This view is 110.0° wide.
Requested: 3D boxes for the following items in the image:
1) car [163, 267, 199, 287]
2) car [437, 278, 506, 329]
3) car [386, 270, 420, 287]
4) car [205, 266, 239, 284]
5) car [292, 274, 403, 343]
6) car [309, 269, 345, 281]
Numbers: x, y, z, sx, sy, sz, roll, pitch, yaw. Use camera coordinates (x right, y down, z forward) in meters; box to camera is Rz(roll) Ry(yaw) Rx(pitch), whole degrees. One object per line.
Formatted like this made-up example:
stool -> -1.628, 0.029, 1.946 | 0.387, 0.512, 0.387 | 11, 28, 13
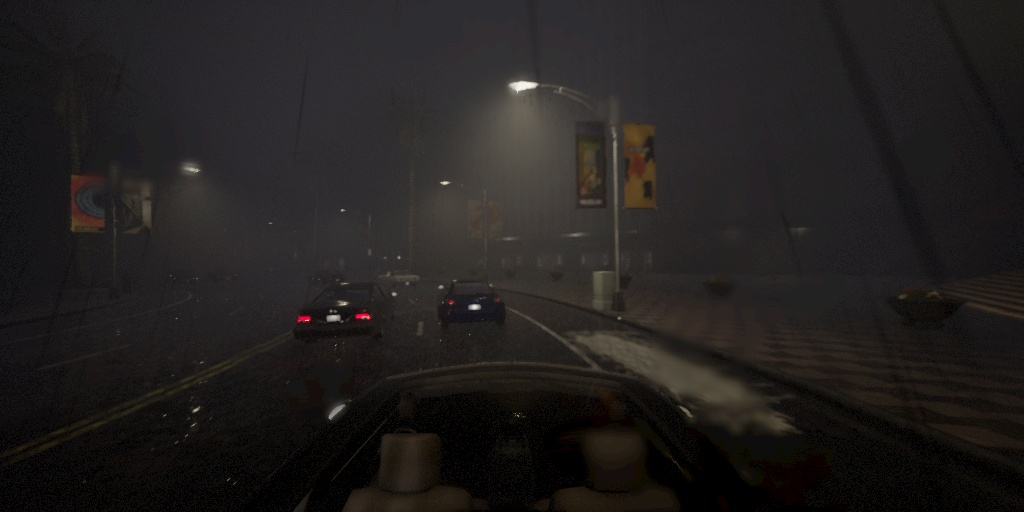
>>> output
car -> -31.225, 2.031, 33.776 | 4.892, 1.490, 1.837 | -1, -1, 37
car -> -1.498, 1.439, 12.071 | 1.994, 1.385, 4.181 | -1, -1, -13
car -> -8.909, 1.743, 27.854 | 1.895, 1.301, 4.718 | 0, -1, -36
car -> -30.317, 2.076, 37.464 | 4.674, 1.442, 1.812 | -1, -1, 37
car -> -4.497, 1.450, 10.367 | 2.033, 1.411, 5.357 | -1, -1, -13
car -> -15.425, 1.784, 30.030 | 1.812, 1.442, 4.674 | 0, -1, -45
